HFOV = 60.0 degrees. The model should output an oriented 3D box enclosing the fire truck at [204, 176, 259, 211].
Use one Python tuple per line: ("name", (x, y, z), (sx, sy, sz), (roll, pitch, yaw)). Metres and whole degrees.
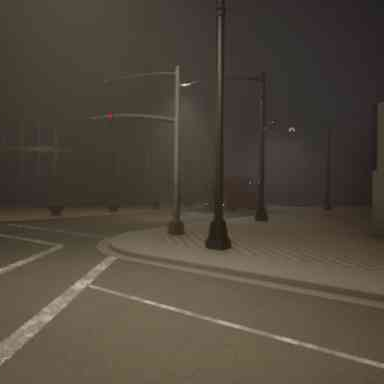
("fire truck", (4.857, 0.148, 38.218), (2.891, 3.827, 8.468), (1, 0, 36))
